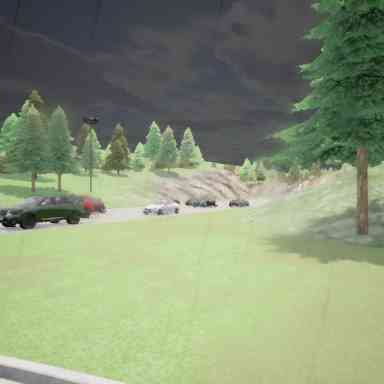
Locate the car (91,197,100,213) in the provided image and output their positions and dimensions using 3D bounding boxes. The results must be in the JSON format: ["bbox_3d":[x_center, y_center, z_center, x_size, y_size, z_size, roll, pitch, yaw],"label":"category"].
[{"bbox_3d":[-10.580,1.221,27.156,2.150,2.045,5.566,0,0,31],"label":"car"}]

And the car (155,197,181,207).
[{"bbox_3d":[-3.712,1.525,52.207,1.812,1.442,4.674,0,0,31],"label":"car"}]

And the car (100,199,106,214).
[{"bbox_3d":[-10.883,1.353,33.475,2.097,1.767,4.553,0,0,31],"label":"car"}]

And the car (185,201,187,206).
[{"bbox_3d":[0.608,1.564,52.573,1.994,1.385,4.181,0,0,31],"label":"car"}]

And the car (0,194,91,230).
[{"bbox_3d":[-9.687,1.223,21.816,2.150,2.045,5.566,0,0,31],"label":"car"}]

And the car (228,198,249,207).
[{"bbox_3d":[7.024,1.565,49.643,1.994,1.385,4.181,0,0,31],"label":"car"}]

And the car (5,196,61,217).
[{"bbox_3d":[-15.456,1.353,32.642,2.097,1.767,4.553,0,0,31],"label":"car"}]

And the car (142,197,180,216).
[{"bbox_3d":[-2.953,1.526,33.095,1.812,1.442,4.674,0,0,31],"label":"car"}]

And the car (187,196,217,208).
[{"bbox_3d":[1.736,1.351,47.695,2.097,1.767,4.553,0,0,31],"label":"car"}]
